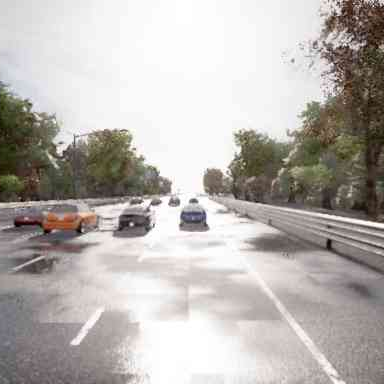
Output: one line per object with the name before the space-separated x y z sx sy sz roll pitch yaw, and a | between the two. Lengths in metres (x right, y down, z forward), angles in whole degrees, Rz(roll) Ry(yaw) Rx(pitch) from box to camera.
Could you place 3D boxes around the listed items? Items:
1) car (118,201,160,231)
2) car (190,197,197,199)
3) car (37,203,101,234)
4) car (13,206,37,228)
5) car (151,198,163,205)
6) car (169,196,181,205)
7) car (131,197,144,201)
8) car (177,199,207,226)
car | -3.408 1.577 21.254 1.837 1.490 4.892 0 0 0
car | 0.295 1.726 63.543 1.837 1.490 4.892 0 0 0
car | -6.912 1.416 19.683 2.097 1.767 4.553 0 0 0
car | -10.404 1.640 22.913 1.994 1.385 4.181 0 0 0
car | -6.708 1.782 63.200 1.994 1.385 4.181 0 0 0
car | -3.212 1.567 62.649 2.097 1.767 4.553 0 0 0
car | -10.212 1.708 62.750 2.128 1.511 4.902 0 0 0
car | 0.100 1.558 24.161 1.882 1.535 5.008 0 0 0
